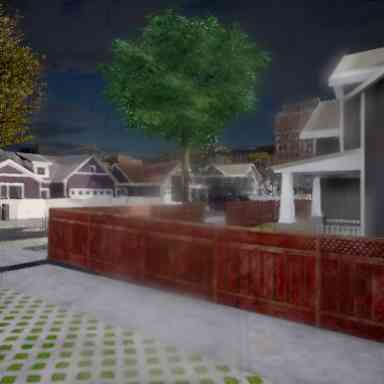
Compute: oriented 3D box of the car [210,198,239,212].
[{"bbox_3d":[3.880,1.384,37.491,1.882,1.535,5.008,0,0,36],"label":"car"}]
